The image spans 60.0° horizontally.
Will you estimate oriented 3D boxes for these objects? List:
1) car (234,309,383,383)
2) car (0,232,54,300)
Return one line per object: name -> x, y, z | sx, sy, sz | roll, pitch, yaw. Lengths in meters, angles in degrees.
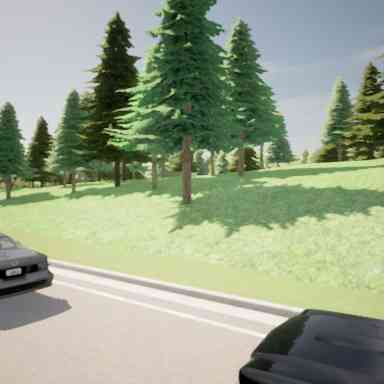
car -> 2.625, 1.594, 2.118 | 4.718, 1.301, 1.895 | 0, 0, 36
car -> -5.475, 1.606, 7.885 | 5.357, 1.411, 2.033 | 0, 0, 36
